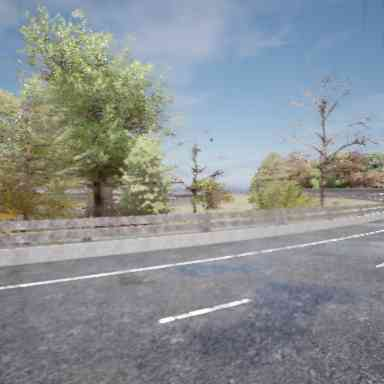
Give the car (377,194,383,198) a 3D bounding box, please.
[{"bbox_3d":[44.772,0.988,75.453,2.150,2.045,5.566,1,0,10],"label":"car"}]
